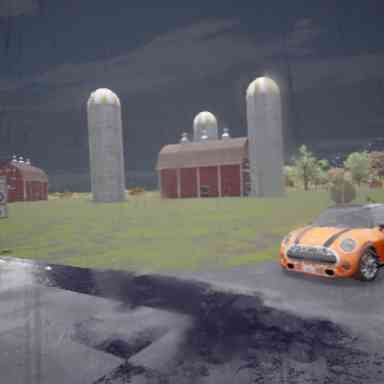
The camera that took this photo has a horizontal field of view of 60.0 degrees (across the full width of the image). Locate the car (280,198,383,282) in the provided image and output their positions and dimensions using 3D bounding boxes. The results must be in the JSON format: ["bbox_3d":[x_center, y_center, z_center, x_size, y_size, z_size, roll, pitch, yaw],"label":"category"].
[{"bbox_3d":[4.445,1.132,9.209,4.553,1.767,2.097,-3,0,-39],"label":"car"}]
